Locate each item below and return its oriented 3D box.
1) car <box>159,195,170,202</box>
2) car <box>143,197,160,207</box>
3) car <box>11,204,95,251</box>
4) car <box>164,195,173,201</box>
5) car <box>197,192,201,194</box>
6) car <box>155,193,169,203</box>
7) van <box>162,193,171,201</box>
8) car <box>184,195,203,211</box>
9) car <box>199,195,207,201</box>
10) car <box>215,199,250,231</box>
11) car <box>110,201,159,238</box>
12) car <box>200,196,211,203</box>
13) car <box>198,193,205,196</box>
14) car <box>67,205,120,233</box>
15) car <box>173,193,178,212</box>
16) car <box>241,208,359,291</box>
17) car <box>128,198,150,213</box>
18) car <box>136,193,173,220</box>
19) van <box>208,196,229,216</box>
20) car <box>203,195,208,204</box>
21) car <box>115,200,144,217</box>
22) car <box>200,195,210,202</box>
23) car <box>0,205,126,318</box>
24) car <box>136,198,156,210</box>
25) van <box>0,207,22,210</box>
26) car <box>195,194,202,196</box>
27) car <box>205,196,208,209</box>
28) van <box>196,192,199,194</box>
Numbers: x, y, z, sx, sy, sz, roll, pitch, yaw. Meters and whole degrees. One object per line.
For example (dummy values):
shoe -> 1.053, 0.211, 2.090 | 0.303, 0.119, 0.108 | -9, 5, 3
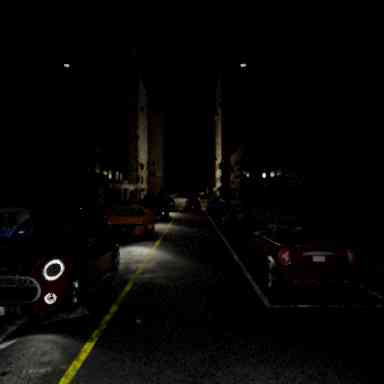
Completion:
car -> -5.840, 1.415, 71.284 | 2.008, 1.369, 4.403 | 0, 0, 0
car -> -5.846, 1.458, 48.611 | 1.887, 1.381, 4.507 | 0, 0, 0
car -> -5.854, 1.417, 14.602 | 1.967, 1.590, 4.097 | 0, 0, 0
car -> -5.837, 1.363, 82.451 | 1.752, 1.417, 4.829 | 0, 0, 0
car -> 2.687, 1.402, 76.964 | 2.008, 1.369, 4.403 | 0, 0, 0
car -> -5.842, 1.192, 65.616 | 2.192, 1.841, 5.009 | 0, 0, 0
van -> -5.839, 1.193, 76.952 | 1.690, 1.788, 3.998 | 0, 0, 0
car -> 0.099, 1.457, 39.428 | 1.812, 1.442, 4.674 | 0, 0, 0
car -> 2.688, 1.418, 82.634 | 1.802, 1.307, 4.206 | 0, 0, 0
car -> 2.673, 1.406, 20.271 | 1.967, 1.590, 4.097 | 0, 0, 0
car -> -3.093, 1.449, 17.586 | 1.882, 1.535, 5.008 | 0, 0, 0
car -> 2.684, 1.442, 65.627 | 1.947, 1.339, 4.313 | 0, 0, 0
car -> 2.364, 1.356, 55.118 | 1.801, 1.575, 5.366 | 0, 0, 0
car -> -5.853, 1.533, 20.270 | 1.947, 1.339, 4.313 | 0, 0, 0
car -> -3.042, 1.287, 37.939 | 2.097, 1.767, 4.553 | 0, 0, 0
car -> 2.670, 1.425, 8.933 | 1.967, 1.590, 4.097 | 0, 0, 0
car -> -5.849, 1.462, 37.105 | 1.752, 1.417, 4.829 | 0, 0, 0
car -> -3.086, 1.176, 27.713 | 2.150, 2.045, 5.566 | 0, 0, 0
van -> 2.675, 1.287, 31.610 | 1.690, 1.788, 3.998 | 0, 0, 0
car -> 2.679, 1.475, 42.949 | 2.008, 1.369, 4.403 | 0, 0, 0
car -> -5.850, 1.513, 31.607 | 1.947, 1.339, 4.313 | 0, 0, 0
car -> 2.685, 1.430, 71.295 | 1.947, 1.339, 4.313 | 0, 0, 0
car -> -3.138, 1.340, 7.648 | 2.097, 1.767, 4.553 | 0, 0, 1
car -> -5.847, 1.491, 42.943 | 1.947, 1.339, 4.313 | 0, 0, 0
van -> -5.856, 1.327, 8.933 | 1.690, 1.788, 3.998 | 0, 0, 0
car -> 0.023, 1.474, 50.103 | 1.994, 1.385, 4.181 | 0, 0, 0
car -> 2.677, 1.460, 37.449 | 1.752, 1.417, 4.829 | 0, 0, 0
van -> 2.690, 1.160, 88.304 | 1.690, 1.788, 3.998 | 0, 0, 0
